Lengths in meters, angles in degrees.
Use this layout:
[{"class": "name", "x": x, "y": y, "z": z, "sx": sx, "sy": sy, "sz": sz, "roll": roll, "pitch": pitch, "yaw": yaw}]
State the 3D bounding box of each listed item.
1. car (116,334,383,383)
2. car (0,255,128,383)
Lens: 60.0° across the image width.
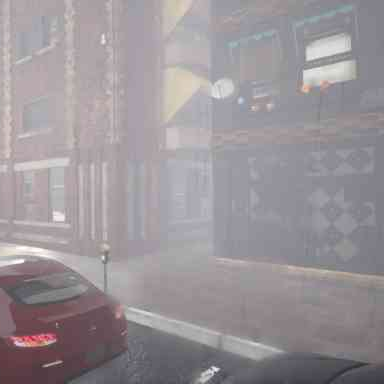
[{"class": "car", "x": 1.881, "y": 1.566, "z": 1.507, "sx": 4.313, "sy": 1.339, "sz": 1.947, "roll": 0, "pitch": -1, "yaw": 35}, {"class": "car", "x": -2.731, "y": 1.583, "z": 4.783, "sx": 4.206, "sy": 1.307, "sz": 1.802, "roll": 0, "pitch": -1, "yaw": 35}]
